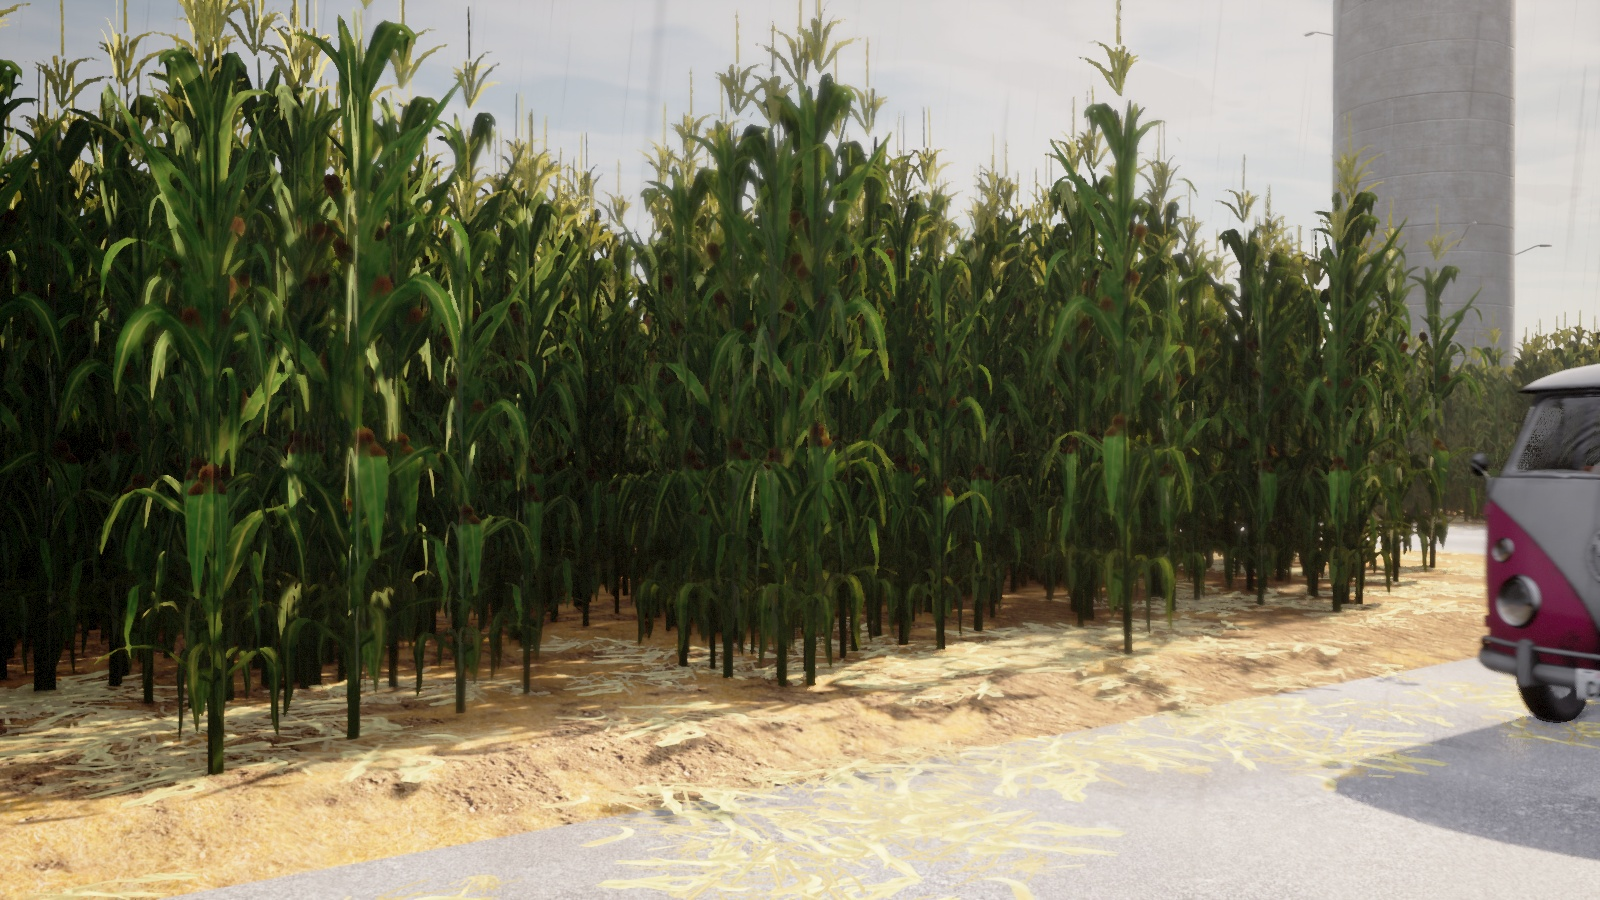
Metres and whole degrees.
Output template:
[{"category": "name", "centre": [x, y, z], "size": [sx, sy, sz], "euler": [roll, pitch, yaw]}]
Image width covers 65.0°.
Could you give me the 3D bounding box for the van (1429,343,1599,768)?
[{"category": "van", "centre": [5.613, 0.483, 7.078], "size": [4.442, 1.987, 1.775], "euler": [0, 0, -35]}]
